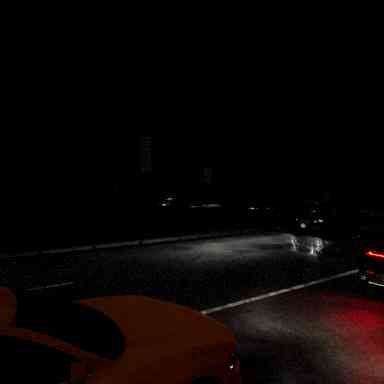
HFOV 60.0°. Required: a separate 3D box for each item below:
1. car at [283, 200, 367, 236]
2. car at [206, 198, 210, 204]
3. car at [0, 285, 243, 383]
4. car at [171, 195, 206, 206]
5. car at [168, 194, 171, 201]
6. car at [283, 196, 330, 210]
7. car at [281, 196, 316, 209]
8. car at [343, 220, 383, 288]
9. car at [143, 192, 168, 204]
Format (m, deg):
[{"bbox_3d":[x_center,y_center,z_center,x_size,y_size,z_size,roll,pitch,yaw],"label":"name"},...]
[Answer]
[{"bbox_3d":[7.513,1.397,17.962,4.902,1.511,2.128,-1,0,-36],"label":"car"},{"bbox_3d":[0.924,1.257,54.672,2.128,1.511,4.902,-1,0,-39],"label":"car"},{"bbox_3d":[-1.813,1.478,2.437,5.008,1.535,1.882,0,0,-36],"label":"car"},{"bbox_3d":[-0.588,1.300,50.959,1.837,1.490,4.892,-1,0,-39],"label":"car"},{"bbox_3d":[-6.103,1.239,74.804,2.128,1.511,4.902,-1,0,-38],"label":"car"},{"bbox_3d":[13.387,1.234,39.136,1.882,1.535,5.008,-1,0,-39],"label":"car"},{"bbox_3d":[10.978,1.350,36.549,1.994,1.385,4.181,-1,0,-39],"label":"car"},{"bbox_3d":[5.900,1.468,7.959,4.892,1.490,1.837,0,0,-35],"label":"car"},{"bbox_3d":[-7.115,1.022,59.149,2.150,2.045,5.566,-1,0,-38],"label":"car"}]
